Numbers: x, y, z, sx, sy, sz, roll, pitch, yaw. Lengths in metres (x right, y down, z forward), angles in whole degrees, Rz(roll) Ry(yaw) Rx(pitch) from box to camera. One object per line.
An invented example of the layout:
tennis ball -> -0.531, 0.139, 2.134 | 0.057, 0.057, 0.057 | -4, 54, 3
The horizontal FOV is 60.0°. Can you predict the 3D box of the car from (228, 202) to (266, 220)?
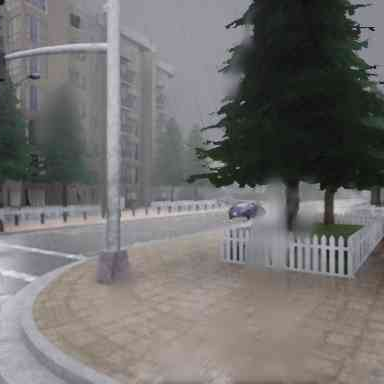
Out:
car -> 4.683, 1.558, 28.132 | 1.812, 1.442, 4.674 | 0, 0, 34
